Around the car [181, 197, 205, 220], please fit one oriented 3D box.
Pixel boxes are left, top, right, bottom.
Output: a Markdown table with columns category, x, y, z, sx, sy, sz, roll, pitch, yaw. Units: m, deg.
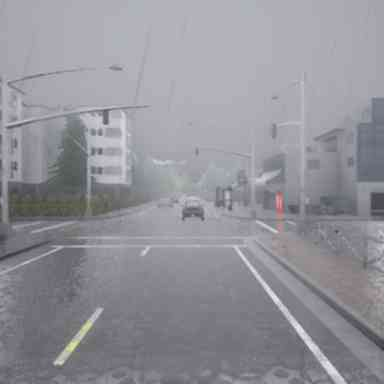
| category | x | y | z | sx | sy | sz | roll | pitch | yaw |
| --- | --- | --- | --- | --- | --- | --- | --- | --- | --- |
| car | 0.096 | 1.553 | 29.788 | 1.837 | 1.490 | 4.892 | 0 | 3 | 0 |

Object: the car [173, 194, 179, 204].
| category | x | y | z | sx | sy | sz | roll | pitch | yaw |
| --- | --- | --- | --- | --- | --- | --- | --- | --- | --- |
| car | -3.527 | 1.295 | 61.769 | 2.097 | 1.767 | 4.553 | 0 | 0 | 0 |

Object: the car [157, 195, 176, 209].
| category | x | y | z | sx | sy | sz | roll | pitch | yaw |
| --- | --- | --- | --- | --- | --- | --- | --- | --- | --- |
| car | -3.578 | 1.484 | 45.184 | 1.812 | 1.442 | 4.674 | 0 | 0 | 0 |

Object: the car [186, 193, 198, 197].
| category | x | y | z | sx | sy | sz | roll | pitch | yaw |
| --- | --- | --- | --- | --- | --- | --- | --- | --- | --- |
| car | 0.004 | 1.159 | 63.487 | 2.150 | 2.045 | 5.566 | 0 | 0 | 0 |
